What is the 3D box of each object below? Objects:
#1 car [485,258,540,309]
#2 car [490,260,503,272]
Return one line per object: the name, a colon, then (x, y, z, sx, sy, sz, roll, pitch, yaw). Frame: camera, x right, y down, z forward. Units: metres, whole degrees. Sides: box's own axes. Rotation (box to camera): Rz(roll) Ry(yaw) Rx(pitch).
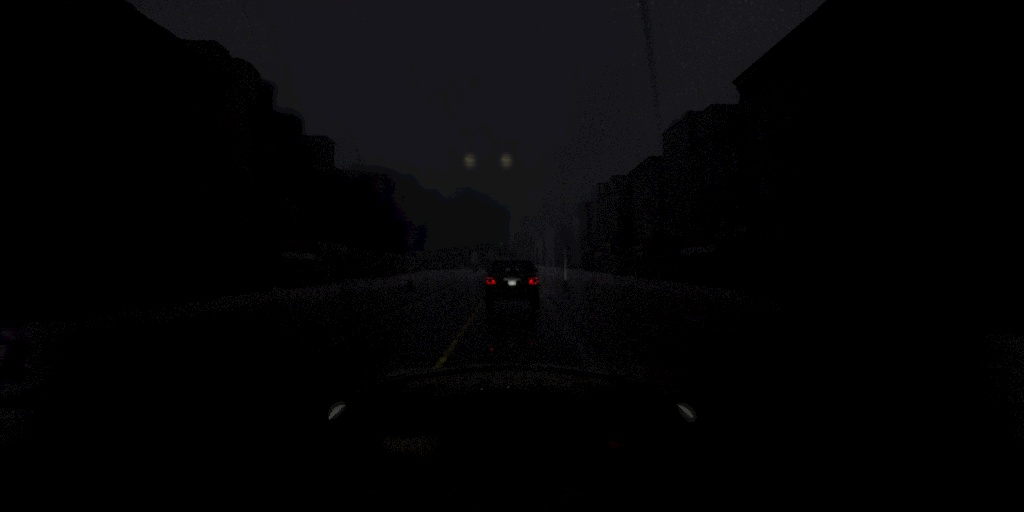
car: (0.007, 1.116, 15.878, 2.150, 2.045, 5.566, 0, -1, 0)
car: (-2.723, 1.720, 63.589, 2.150, 2.045, 5.566, 0, -1, 0)
